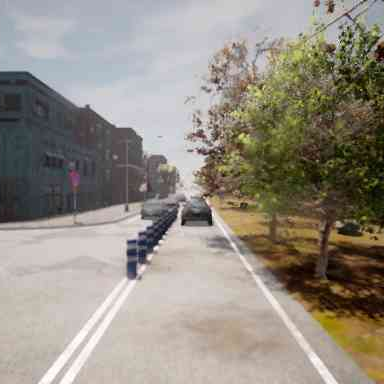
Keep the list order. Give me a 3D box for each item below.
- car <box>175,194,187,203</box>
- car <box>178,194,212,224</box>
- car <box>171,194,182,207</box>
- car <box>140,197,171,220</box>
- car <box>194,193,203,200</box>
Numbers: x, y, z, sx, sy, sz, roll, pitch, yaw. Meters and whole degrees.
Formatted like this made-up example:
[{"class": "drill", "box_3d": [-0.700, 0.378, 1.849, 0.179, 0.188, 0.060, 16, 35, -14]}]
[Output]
[{"class": "car", "box_3d": [-2.051, 1.201, 63.472, 1.837, 1.490, 4.892, 0, 0, 2]}, {"class": "car", "box_3d": [0.350, 1.288, 24.057, 2.097, 1.767, 4.553, 0, 0, 1]}, {"class": "car", "box_3d": [-2.662, 1.372, 43.809, 2.033, 1.411, 5.357, 0, 0, 2]}, {"class": "car", "box_3d": [-3.040, 1.425, 27.466, 1.837, 1.490, 4.892, 0, 0, 1]}, {"class": "car", "box_3d": [1.397, 1.003, 71.033, 1.812, 1.442, 4.674, 0, 1, 1]}]
